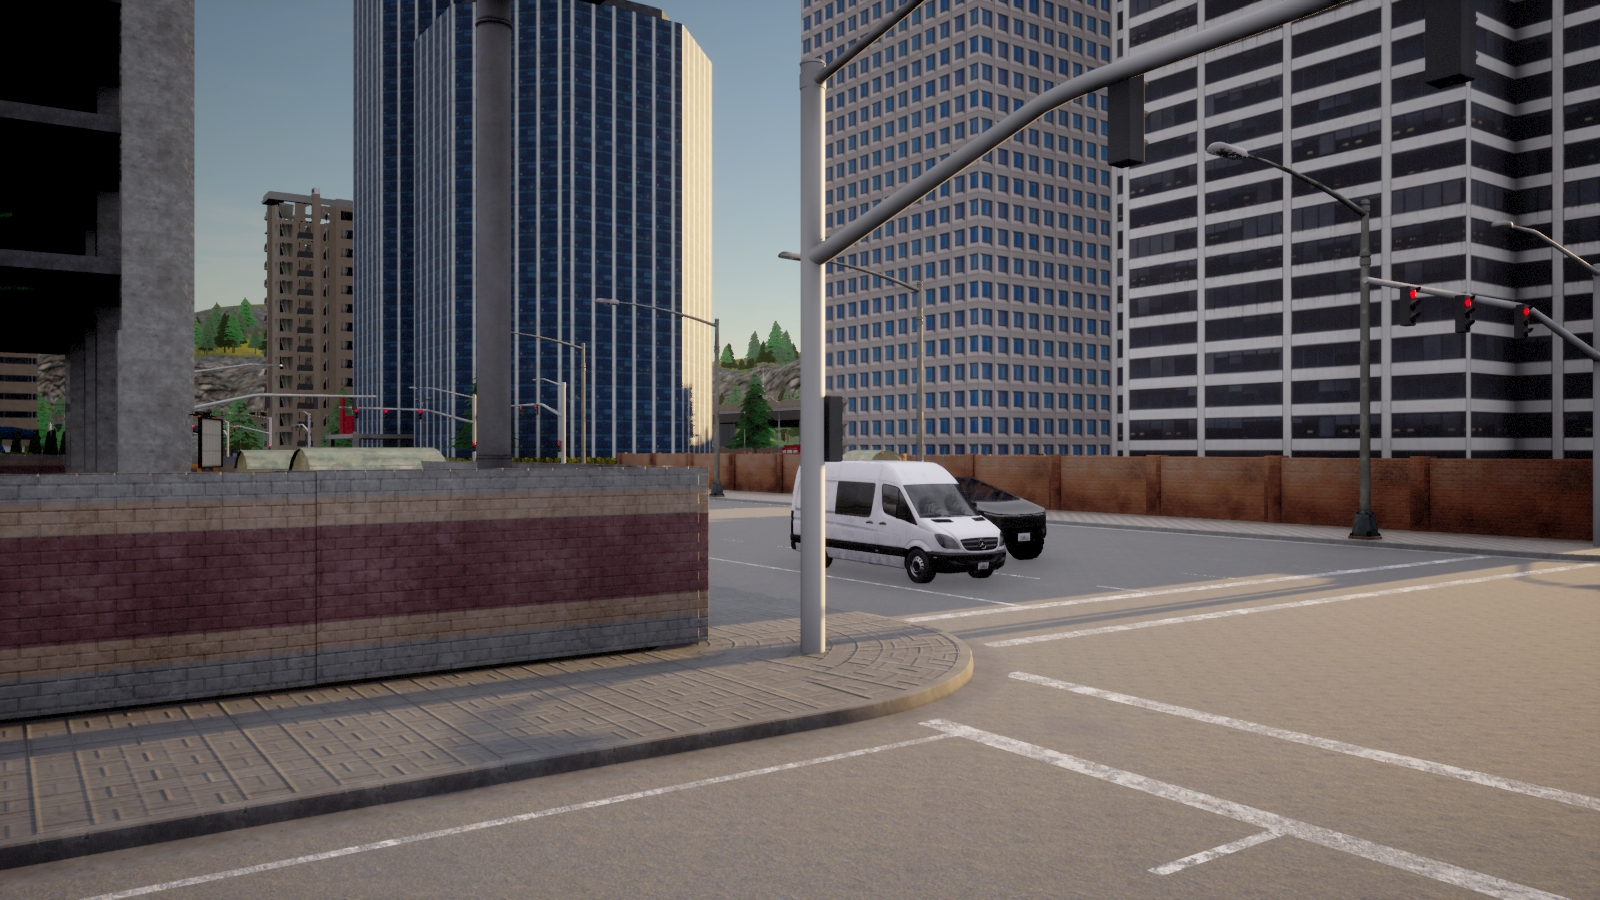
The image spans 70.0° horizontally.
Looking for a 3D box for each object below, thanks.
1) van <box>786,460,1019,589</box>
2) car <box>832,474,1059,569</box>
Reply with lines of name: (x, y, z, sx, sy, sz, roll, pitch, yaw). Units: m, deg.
van: (2.162, 1.533, 26.216, 1.988, 2.561, 5.915, 0, 0, -35)
car: (3.654, 1.752, 30.193, 2.390, 2.098, 6.274, 0, 0, -35)
